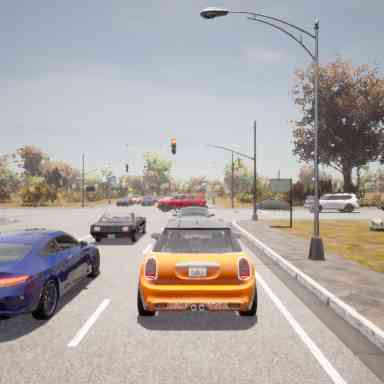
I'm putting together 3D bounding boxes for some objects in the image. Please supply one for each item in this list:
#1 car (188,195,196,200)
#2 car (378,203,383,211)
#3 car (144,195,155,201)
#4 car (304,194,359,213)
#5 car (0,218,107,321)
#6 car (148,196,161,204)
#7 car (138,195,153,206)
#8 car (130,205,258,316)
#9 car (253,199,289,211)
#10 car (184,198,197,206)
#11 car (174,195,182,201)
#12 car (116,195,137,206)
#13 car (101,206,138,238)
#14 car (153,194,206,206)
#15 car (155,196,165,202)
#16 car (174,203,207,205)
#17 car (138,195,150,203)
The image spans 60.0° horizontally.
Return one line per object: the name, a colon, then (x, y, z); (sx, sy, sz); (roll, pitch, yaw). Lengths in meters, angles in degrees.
car: (-0.057, 1.552, 90.016); (1.994, 1.385, 4.181); (0, 0, 0)
car: (24.551, 1.493, 39.099); (4.892, 1.490, 1.837); (0, 0, 3)
car: (-10.568, 1.525, 83.199); (2.128, 1.511, 4.902); (0, 0, 0)
car: (15.078, 1.221, 36.091); (5.566, 2.045, 2.150); (0, 0, 3)
car: (-3.406, 1.526, 7.191); (1.812, 1.442, 4.674); (0, 0, 0)
car: (-7.103, 1.477, 63.838); (1.882, 1.535, 5.008); (0, 0, 0)
car: (-7.125, 1.505, 54.360); (1.837, 1.490, 4.892); (0, 0, 1)
car: (0.094, 1.352, 7.659); (2.097, 1.767, 4.553); (0, 0, 0)
car: (9.506, 1.563, 40.067); (4.181, 1.385, 1.994); (0, 0, 6)
car: (-0.136, 1.601, 54.085); (1.895, 1.301, 4.718); (0, 0, 2)
car: (-3.567, 1.492, 84.628); (1.837, 1.490, 4.892); (0, 0, 0)
car: (-10.643, 1.547, 53.164); (2.033, 1.411, 5.357); (0, 0, 1)
car: (-3.414, 1.601, 16.349); (1.895, 1.301, 4.718); (0, 0, 0)
car: (-1.089, 1.222, 36.987); (5.566, 2.045, 2.150); (0, 0, 3)
car: (-7.062, 1.595, 73.954); (1.895, 1.301, 4.718); (0, 0, 0)
car: (0.086, 1.505, 16.616); (1.837, 1.490, 4.892); (0, 0, 0)
car: (-10.561, 1.478, 72.863); (1.882, 1.535, 5.008); (0, 0, 0)
